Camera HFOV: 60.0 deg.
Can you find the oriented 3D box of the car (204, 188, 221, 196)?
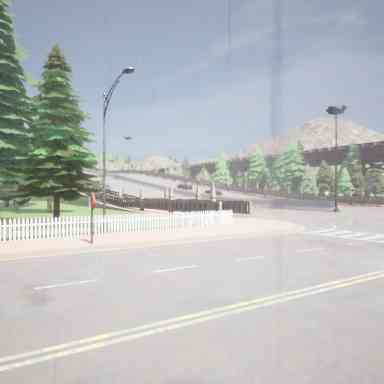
[{"bbox_3d":[4.296,-0.044,69.406,1.812,1.442,4.674,0,7,-33],"label":"car"}]

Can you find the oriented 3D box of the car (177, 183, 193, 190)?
[{"bbox_3d":[-1.701,-1.376,78.265,2.128,1.511,4.902,0,7,-34],"label":"car"}]
